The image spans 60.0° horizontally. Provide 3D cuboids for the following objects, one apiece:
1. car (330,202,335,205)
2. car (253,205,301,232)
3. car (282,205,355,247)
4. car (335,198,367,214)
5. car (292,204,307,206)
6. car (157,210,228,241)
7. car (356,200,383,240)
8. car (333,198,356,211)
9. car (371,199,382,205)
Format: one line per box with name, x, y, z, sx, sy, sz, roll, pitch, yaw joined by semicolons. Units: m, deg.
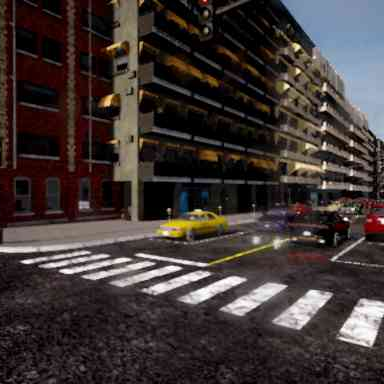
car;19.642;1.971;45.283;1.752;1.417;4.829;-1;-1;35
car;5.362;1.734;20.332;1.994;1.385;4.181;0;0;35
car;6.287;1.637;16.108;1.882;1.535;5.008;0;0;35
car;19.134;1.766;39.928;2.097;1.767;4.553;0;0;35
car;9.999;1.820;31.500;1.887;1.381;4.507;-1;-1;35
car;0.159;1.623;17.438;1.752;1.417;4.829;-1;-1;35
car;10.377;1.527;17.486;2.192;1.841;5.009;-1;-1;35
car;22.987;1.819;50.067;2.192;1.841;5.009;-1;-1;35
car;45.720;2.451;82.552;1.947;1.339;4.313;-1;-1;35
